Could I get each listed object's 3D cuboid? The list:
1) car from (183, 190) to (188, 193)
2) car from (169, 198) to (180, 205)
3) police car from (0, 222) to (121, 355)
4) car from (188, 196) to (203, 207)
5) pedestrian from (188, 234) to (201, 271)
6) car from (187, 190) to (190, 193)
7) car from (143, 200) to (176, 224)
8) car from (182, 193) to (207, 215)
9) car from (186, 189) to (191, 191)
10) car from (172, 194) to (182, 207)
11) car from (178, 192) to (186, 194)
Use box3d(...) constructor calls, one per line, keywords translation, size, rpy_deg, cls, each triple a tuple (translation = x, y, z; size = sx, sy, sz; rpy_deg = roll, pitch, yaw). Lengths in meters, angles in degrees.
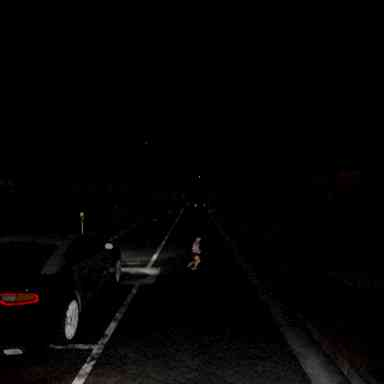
box3d(translation=(-2.129, 0.978, 57.404), size=(1.967, 1.590, 4.097), rpy_deg=(0, 1, 1), cls="car")
box3d(translation=(-2.379, 1.477, 29.723), size=(1.947, 1.339, 4.313), rpy_deg=(0, 0, 1), cls="car")
box3d(translation=(-2.693, 1.415, 6.462), size=(1.930, 1.638, 5.238), rpy_deg=(0, 0, 1), cls="police car")
box3d(translation=(0.484, 1.311, 46.287), size=(1.895, 1.301, 4.718), rpy_deg=(0, 1, 1), cls="car")
box3d(translation=(0.101, 1.657, 9.442), size=(0.500, 1.100, 0.500), rpy_deg=(1, 1, 0), cls="pedestrian")
box3d(translation=(-1.980, 0.786, 74.015), size=(2.008, 1.369, 4.403), rpy_deg=(1, 1, 0), cls="car")
box3d(translation=(-2.430, 1.512, 24.182), size=(1.947, 1.339, 4.313), rpy_deg=(0, 0, 1), cls="car")
box3d(translation=(0.369, 1.240, 32.357), size=(2.097, 1.767, 4.553), rpy_deg=(0, 0, 1), cls="car")
box3d(translation=(-1.879, 0.525, 85.084), size=(1.887, 1.381, 4.507), rpy_deg=(1, 1, 0), cls="car")
box3d(translation=(-2.228, 1.291, 46.341), size=(1.802, 1.307, 4.206), rpy_deg=(0, 1, 1), cls="car")
box3d(translation=(-2.178, 1.190, 51.873), size=(1.947, 1.339, 4.313), rpy_deg=(0, 1, 1), cls="car")
